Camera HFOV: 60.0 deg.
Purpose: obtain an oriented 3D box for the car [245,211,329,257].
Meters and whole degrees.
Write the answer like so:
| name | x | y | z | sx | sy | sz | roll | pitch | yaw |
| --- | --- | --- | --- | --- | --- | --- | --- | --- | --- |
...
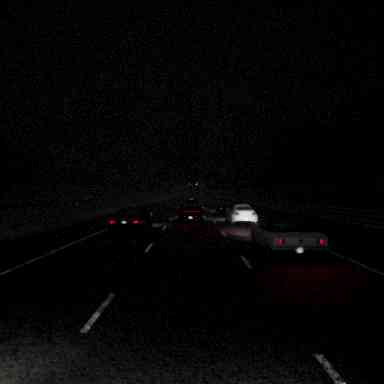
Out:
| name | x | y | z | sx | sy | sz | roll | pitch | yaw |
| --- | --- | --- | --- | --- | --- | --- | --- | --- | --- |
| car | 3.499 | 1.620 | 12.978 | 1.895 | 1.301 | 4.718 | 0 | 0 | 0 |

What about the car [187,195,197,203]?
| name | x | y | z | sx | sy | sz | roll | pitch | yaw |
| --- | --- | --- | --- | --- | --- | --- | --- | --- | --- |
| car | -0.009 | 1.559 | 74.371 | 2.097 | 1.767 | 4.553 | 0 | 0 | 0 |

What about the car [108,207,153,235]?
| name | x | y | z | sx | sy | sz | roll | pitch | yaw |
| --- | --- | --- | --- | --- | --- | --- | --- | --- | --- |
| car | -3.402 | 1.579 | 19.161 | 2.033 | 1.411 | 5.357 | 0 | 0 | 0 |

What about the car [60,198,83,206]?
| name | x | y | z | sx | sy | sz | roll | pitch | yaw |
| --- | --- | --- | --- | --- | --- | --- | --- | --- | --- |
| car | -21.011 | 1.700 | 58.088 | 2.033 | 1.411 | 5.357 | 0 | 0 | 0 |

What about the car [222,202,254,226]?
| name | x | y | z | sx | sy | sz | roll | pitch | yaw |
| --- | --- | --- | --- | --- | --- | --- | --- | --- | --- |
| car | 3.497 | 1.567 | 23.951 | 1.812 | 1.442 | 4.674 | 0 | 0 | 0 |

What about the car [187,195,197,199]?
| name | x | y | z | sx | sy | sz | roll | pitch | yaw |
| --- | --- | --- | --- | --- | --- | --- | --- | --- | --- |
| car | 0.082 | 1.649 | 60.037 | 2.128 | 1.511 | 4.902 | 0 | 0 | 0 |

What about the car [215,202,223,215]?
| name | x | y | z | sx | sy | sz | roll | pitch | yaw |
| --- | --- | --- | --- | --- | --- | --- | --- | --- | --- |
| car | 3.496 | 1.672 | 34.983 | 1.895 | 1.301 | 4.718 | 0 | 0 | 0 |

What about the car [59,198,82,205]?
| name | x | y | z | sx | sy | sz | roll | pitch | yaw |
| --- | --- | --- | --- | --- | --- | --- | --- | --- | --- |
| car | -17.577 | 1.595 | 48.372 | 1.882 | 1.535 | 5.008 | 0 | -1 | 0 |

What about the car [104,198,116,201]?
| name | x | y | z | sx | sy | sz | roll | pitch | yaw |
| --- | --- | --- | --- | --- | --- | --- | --- | --- | --- |
| car | -14.021 | 1.696 | 56.980 | 2.033 | 1.411 | 5.357 | 0 | 0 | 0 |

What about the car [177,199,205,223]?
| name | x | y | z | sx | sy | sz | roll | pitch | yaw |
| --- | --- | --- | --- | --- | --- | --- | --- | --- | --- |
| car | -0.084 | 1.553 | 26.097 | 1.837 | 1.490 | 4.892 | 0 | 0 | 0 |
